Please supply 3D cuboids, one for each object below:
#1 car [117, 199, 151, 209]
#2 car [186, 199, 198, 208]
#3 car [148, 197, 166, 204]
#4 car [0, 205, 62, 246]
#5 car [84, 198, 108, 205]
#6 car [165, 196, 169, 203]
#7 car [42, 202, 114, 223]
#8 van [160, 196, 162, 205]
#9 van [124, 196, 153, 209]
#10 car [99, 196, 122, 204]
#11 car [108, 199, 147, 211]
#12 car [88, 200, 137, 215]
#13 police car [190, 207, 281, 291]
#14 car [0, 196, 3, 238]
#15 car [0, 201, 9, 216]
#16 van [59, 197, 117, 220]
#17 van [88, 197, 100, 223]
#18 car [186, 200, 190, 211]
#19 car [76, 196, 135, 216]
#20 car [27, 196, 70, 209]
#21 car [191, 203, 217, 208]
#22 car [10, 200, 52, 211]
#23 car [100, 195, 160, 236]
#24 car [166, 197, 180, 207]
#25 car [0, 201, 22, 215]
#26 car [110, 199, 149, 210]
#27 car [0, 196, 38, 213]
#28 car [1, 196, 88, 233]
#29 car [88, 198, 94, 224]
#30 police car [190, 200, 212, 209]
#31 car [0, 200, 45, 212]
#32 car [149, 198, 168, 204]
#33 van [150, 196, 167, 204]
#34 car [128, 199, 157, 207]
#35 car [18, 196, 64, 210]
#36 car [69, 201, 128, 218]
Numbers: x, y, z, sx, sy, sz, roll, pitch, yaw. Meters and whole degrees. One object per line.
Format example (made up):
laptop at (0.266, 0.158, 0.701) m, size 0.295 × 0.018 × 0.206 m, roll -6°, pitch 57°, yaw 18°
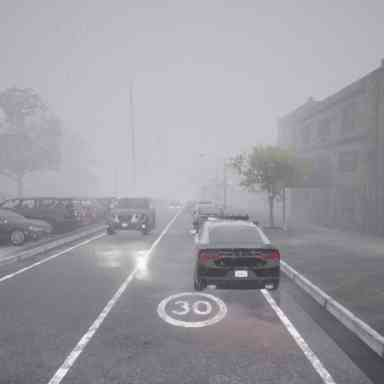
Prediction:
car at (-8.878, 1.893, 51.366) m, size 4.792 × 1.488 × 2.163 m, roll 0°, pitch -1°, yaw 0°
car at (0.041, 2.060, 59.947) m, size 1.994 × 1.385 × 4.181 m, roll 0°, pitch -1°, yaw 0°
car at (-8.904, 2.151, 85.005) m, size 4.553 × 1.767 × 2.185 m, roll 0°, pitch -1°, yaw 0°
car at (-8.841, 1.514, 14.927) m, size 4.892 × 1.521 × 2.231 m, roll 0°, pitch 0°, yaw 0°
car at (-21.952, 2.171, 76.213) m, size 4.892 × 1.521 × 2.231 m, roll 0°, pitch -1°, yaw 0°
car at (-8.838, 1.922, 76.597) m, size 5.566 × 2.045 × 2.435 m, roll 0°, pitch -1°, yaw 0°
car at (-8.826, 1.608, 26.141) m, size 4.892 × 1.521 × 2.231 m, roll 0°, pitch -1°, yaw 0°
van at (-8.742, 1.810, 65.384) m, size 4.442 × 1.987 × 1.878 m, roll 0°, pitch -1°, yaw 0°
van at (-8.734, 1.672, 54.172) m, size 4.442 × 1.987 × 1.878 m, roll 0°, pitch -1°, yaw 0°
car at (-21.985, 2.089, 90.095) m, size 5.566 × 2.045 × 2.435 m, roll 0°, pitch -1°, yaw 0°
car at (-8.840, 1.796, 45.763) m, size 5.008 × 1.535 × 2.097 m, roll 0°, pitch -1°, yaw 0°
car at (-8.834, 1.710, 37.358) m, size 4.892 × 1.521 × 2.231 m, roll 0°, pitch -1°, yaw 0°
police car at (0.981, 1.431, 9.187) m, size 1.930 × 1.638 × 5.238 m, roll 0°, pitch 0°, yaw 0°
car at (-8.869, 1.232, 9.325) m, size 5.566 × 2.045 × 2.435 m, roll 0°, pitch 0°, yaw 0°
car at (-21.887, 1.713, 34.407) m, size 4.792 × 1.488 × 2.163 m, roll 0°, pitch -1°, yaw 0°
van at (-8.950, 1.407, 28.946) m, size 4.442 × 1.987 × 1.878 m, roll 0°, pitch -1°, yaw 0°
van at (-8.716, 1.356, 23.339) m, size 4.442 × 1.987 × 1.878 m, roll 0°, pitch -1°, yaw 0°
car at (0.072, 1.882, 46.266) m, size 2.033 × 1.411 × 5.357 m, roll 0°, pitch -1°, yaw 1°
car at (-8.865, 1.432, 34.553) m, size 5.566 × 2.045 × 2.435 m, roll 0°, pitch -1°, yaw 0°
car at (-21.900, 1.609, 50.994) m, size 5.566 × 2.045 × 2.435 m, roll 0°, pitch -1°, yaw 0°
car at (0.988, 1.584, 19.095) m, size 1.837 × 1.490 × 4.892 m, roll 0°, pitch -1°, yaw 0°
car at (-21.922, 1.833, 45.422) m, size 4.674 × 1.452 × 2.002 m, roll 0°, pitch -1°, yaw 0°
car at (-3.338, 1.302, 19.262) m, size 2.150 × 2.045 × 5.566 m, roll 0°, pitch -1°, yaw 0°
car at (-3.209, 2.089, 62.368) m, size 1.994 × 1.385 × 4.181 m, roll 0°, pitch -1°, yaw 0°
car at (-21.947, 1.738, 37.192) m, size 4.792 × 1.488 × 2.163 m, roll 0°, pitch -1°, yaw 0°
car at (-9.032, 1.826, 48.563) m, size 5.366 × 1.575 × 1.946 m, roll 0°, pitch -1°, yaw 0°
car at (-21.892, 1.484, 39.978) m, size 5.566 × 2.045 × 2.435 m, roll 0°, pitch -1°, yaw 0°
car at (-8.861, 1.283, 17.735) m, size 5.566 × 2.045 × 2.435 m, roll 0°, pitch 0°, yaw 0°
car at (-8.800, 1.431, 20.534) m, size 4.553 × 1.767 × 2.185 m, roll 0°, pitch -1°, yaw 0°
police car at (0.991, 1.559, 25.215) m, size 1.930 × 1.638 × 5.238 m, roll 0°, pitch -1°, yaw 0°
car at (-21.917, 1.765, 42.762) m, size 5.008 × 1.535 × 2.097 m, roll 0°, pitch -1°, yaw 0°
car at (-8.868, 2.312, 87.806) m, size 4.892 × 1.521 × 2.231 m, roll 0°, pitch -1°, yaw 0°
van at (-8.993, 2.119, 90.612) m, size 4.442 × 1.987 × 1.878 m, roll 0°, pitch -1°, yaw 0°
car at (-8.826, 1.996, 59.775) m, size 4.792 × 1.488 × 2.163 m, roll 0°, pitch -1°, yaw 0°
car at (-21.897, 1.576, 48.333) m, size 5.566 × 2.045 × 2.435 m, roll 0°, pitch -1°, yaw 0°
car at (-8.830, 1.658, 31.747) m, size 5.008 × 1.535 × 2.097 m, roll 0°, pitch -1°, yaw 0°
